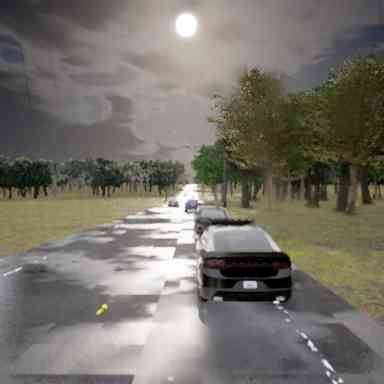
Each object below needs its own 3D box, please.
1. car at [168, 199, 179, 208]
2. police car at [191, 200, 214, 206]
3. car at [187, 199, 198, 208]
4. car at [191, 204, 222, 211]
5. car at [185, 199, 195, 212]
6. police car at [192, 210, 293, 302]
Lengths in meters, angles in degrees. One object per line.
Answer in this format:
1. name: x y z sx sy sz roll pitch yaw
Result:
1. car: -3.448 2.084 62.071 2.128 1.511 4.902 0 0 0
2. police car: 1.070 1.653 24.612 1.930 1.638 5.238 0 -1 0
3. car: 0.051 2.063 61.131 1.882 1.535 5.008 0 0 0
4. car: 1.064 1.642 18.501 1.882 1.535 5.008 0 -1 0
5. car: 0.075 1.813 46.483 2.097 1.767 4.553 0 -1 1
6. police car: 1.056 1.497 8.611 1.930 1.638 5.238 0 -1 0
